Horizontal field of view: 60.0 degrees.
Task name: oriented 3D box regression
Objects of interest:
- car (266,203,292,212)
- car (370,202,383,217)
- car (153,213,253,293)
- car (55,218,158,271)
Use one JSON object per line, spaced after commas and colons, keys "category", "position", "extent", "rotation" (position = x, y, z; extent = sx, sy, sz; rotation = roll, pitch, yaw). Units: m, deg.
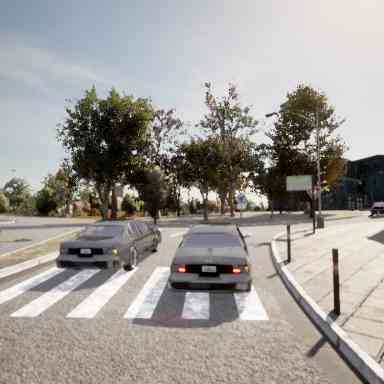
{"category": "car", "position": [19.212, 3.616, 73.497], "extent": [5.566, 2.045, 2.150], "rotation": [-4, -6, 41]}
{"category": "car", "position": [21.131, 1.905, 36.878], "extent": [1.837, 1.490, 4.892], "rotation": [-2, -2, 39]}
{"category": "car", "position": [0.600, 1.541, 8.979], "extent": [2.033, 1.411, 5.357], "rotation": [-1, 0, 6]}
{"category": "car", "position": [-2.400, 1.575, 11.001], "extent": [2.033, 1.411, 5.357], "rotation": [-1, 0, 7]}
